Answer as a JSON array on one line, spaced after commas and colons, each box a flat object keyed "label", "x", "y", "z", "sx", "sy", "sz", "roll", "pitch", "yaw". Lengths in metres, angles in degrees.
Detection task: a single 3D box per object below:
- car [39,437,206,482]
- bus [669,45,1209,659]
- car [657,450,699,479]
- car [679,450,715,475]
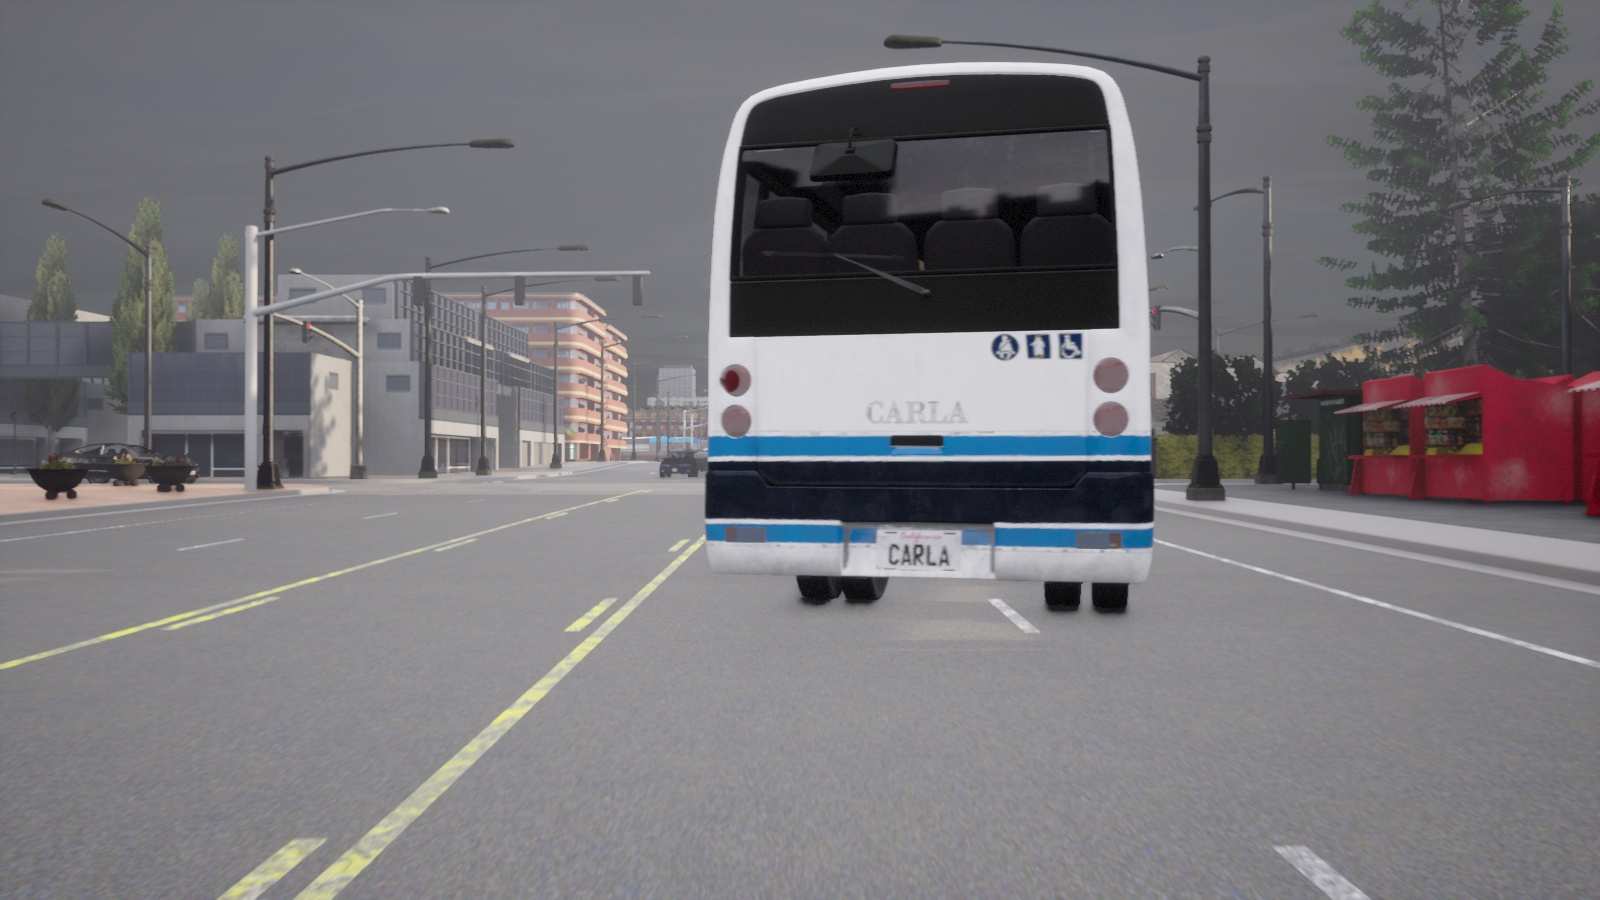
[{"label": "car", "x": -25.082, "y": 0.360, "z": 46.636, "sx": 5.027, "sy": 1.651, "sz": 2.152, "roll": 0, "pitch": -1, "yaw": 1}, {"label": "bus", "x": 2.152, "y": -0.707, "z": 14.152, "sx": 3.944, "sy": 4.253, "sz": 10.273, "roll": 0, "pitch": 0, "yaw": 14}, {"label": "car", "x": -6.580, "y": 0.770, "z": 68.110, "sx": 1.816, "sy": 1.474, "sz": 4.193, "roll": 0, "pitch": 0, "yaw": 1}, {"label": "car", "x": -6.533, "y": 0.783, "z": 80.183, "sx": 1.837, "sy": 1.490, "sz": 4.892, "roll": 0, "pitch": 0, "yaw": 0}]
